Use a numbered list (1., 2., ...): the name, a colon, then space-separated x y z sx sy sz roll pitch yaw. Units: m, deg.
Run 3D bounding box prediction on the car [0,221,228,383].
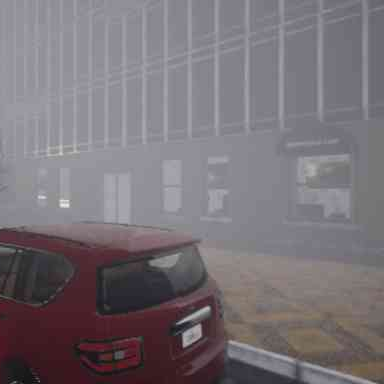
1. car: -1.942 1.320 4.269 5.009 1.841 2.192 0 0 36
